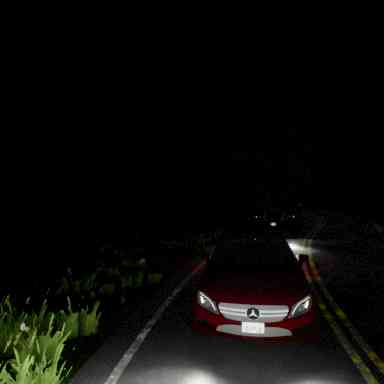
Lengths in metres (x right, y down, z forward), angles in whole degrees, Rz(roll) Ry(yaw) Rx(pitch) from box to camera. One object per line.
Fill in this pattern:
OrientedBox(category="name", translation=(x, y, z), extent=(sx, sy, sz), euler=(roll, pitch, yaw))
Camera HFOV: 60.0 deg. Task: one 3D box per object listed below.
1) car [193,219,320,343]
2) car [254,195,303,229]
OrientedBox(category="car", translation=(1.232, 1.534, 6.686), extent=(1.812, 1.442, 4.674), euler=(-1, 0, 11))
OrientedBox(category="car", translation=(5.005, 1.215, 18.856), extent=(2.150, 2.045, 5.566), euler=(-2, -1, 22))
